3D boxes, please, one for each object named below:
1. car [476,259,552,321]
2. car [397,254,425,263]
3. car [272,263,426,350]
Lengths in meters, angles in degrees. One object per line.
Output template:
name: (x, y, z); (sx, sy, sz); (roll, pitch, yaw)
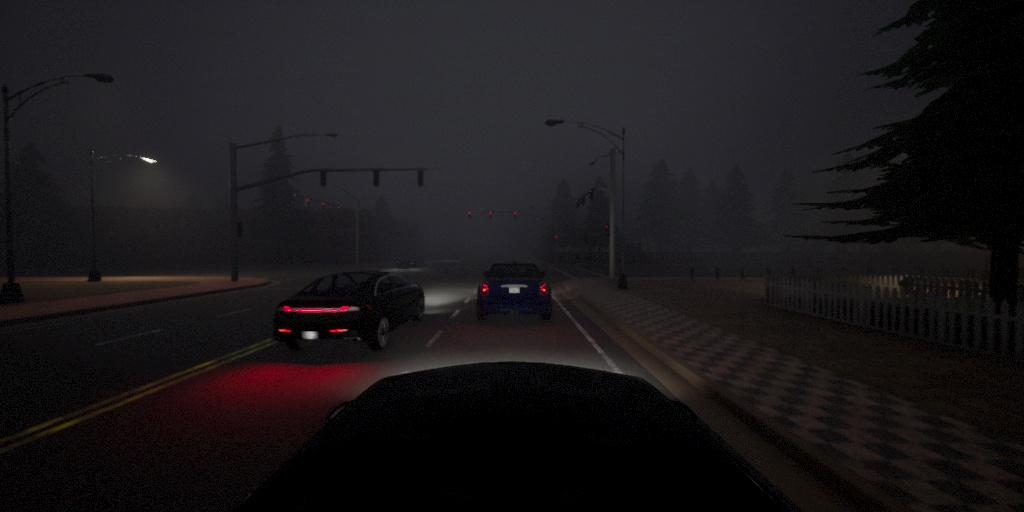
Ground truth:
car: (0.072, 0.887, 11.646); (2.097, 1.767, 4.553); (0, 1, 0)
car: (-10.510, 0.510, 37.635); (1.882, 1.535, 5.008); (0, 2, 0)
car: (-3.443, 1.093, 8.563); (2.128, 1.511, 4.902); (0, 1, 0)
